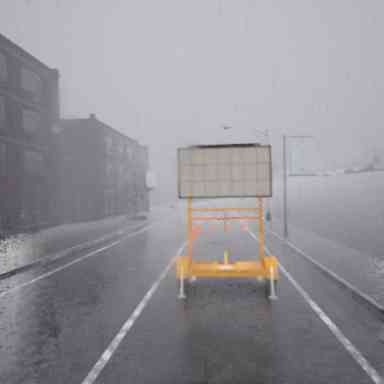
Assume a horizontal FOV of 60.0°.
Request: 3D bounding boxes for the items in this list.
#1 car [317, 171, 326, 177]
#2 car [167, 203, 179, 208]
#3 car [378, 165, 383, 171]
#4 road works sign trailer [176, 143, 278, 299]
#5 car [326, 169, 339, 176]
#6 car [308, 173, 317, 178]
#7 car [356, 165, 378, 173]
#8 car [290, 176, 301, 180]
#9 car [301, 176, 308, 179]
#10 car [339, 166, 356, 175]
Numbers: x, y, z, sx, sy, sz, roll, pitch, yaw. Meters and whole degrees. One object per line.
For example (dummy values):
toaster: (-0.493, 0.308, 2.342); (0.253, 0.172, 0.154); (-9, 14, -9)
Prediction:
car: (27.622, -3.509, 67.429); (2.002, 1.452, 4.674); (-1, 0, 2)
car: (-4.914, 3.540, 86.101); (1.837, 1.490, 4.892); (-1, -3, -26)
car: (27.986, -3.383, 45.119); (2.002, 1.452, 4.674); (-1, 0, -3)
road works sign trailer: (0.864, 0.555, 8.712); (2.380, 3.560, 2.880); (-1, -1, 5)
car: (27.531, -3.514, 61.882); (2.097, 1.535, 5.008); (-1, 0, 1)
car: (27.831, -3.580, 72.974); (2.231, 1.521, 4.892); (-1, 0, 3)
car: (27.723, -3.421, 50.632); (2.163, 1.488, 4.792); (-1, 0, -2)
car: (28.777, -3.730, 89.408); (2.185, 1.767, 4.553); (-1, 0, 3)
car: (28.143, -3.596, 78.484); (2.231, 1.521, 4.892); (-1, 0, 3)
car: (27.556, -3.607, 56.357); (2.185, 1.767, 4.553); (-1, 0, 0)
